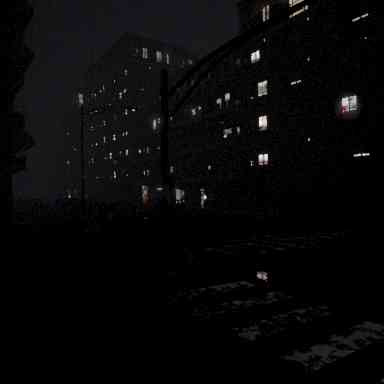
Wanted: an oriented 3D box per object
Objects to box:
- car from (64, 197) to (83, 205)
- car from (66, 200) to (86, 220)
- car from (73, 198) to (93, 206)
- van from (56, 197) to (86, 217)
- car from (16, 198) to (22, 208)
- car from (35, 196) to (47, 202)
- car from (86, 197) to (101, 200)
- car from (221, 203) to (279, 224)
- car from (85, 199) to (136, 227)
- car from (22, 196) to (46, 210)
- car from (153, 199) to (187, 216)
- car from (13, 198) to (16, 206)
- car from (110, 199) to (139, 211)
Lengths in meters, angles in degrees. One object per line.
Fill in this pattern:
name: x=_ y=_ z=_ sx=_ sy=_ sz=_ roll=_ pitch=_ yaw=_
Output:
car: x=-21.558 y=1.645 z=60.330 sx=2.008 sy=1.369 sz=4.403 roll=-1 pitch=1 yaw=-36
car: x=-8.955 y=1.652 z=28.310 sx=1.752 sy=1.417 sz=4.829 roll=-1 pitch=1 yaw=-36
car: x=-18.338 y=1.643 z=55.828 sx=1.947 sy=1.339 sz=4.313 roll=-1 pitch=1 yaw=-36
van: x=-12.277 y=1.483 z=32.947 sx=1.690 sy=1.788 sz=3.998 roll=-1 pitch=1 yaw=-36
car: x=-25.153 y=1.769 z=50.954 sx=1.947 sy=1.339 sz=4.313 roll=-1 pitch=1 yaw=-36
car: x=-37.658 y=1.728 z=82.836 sx=1.887 sy=1.381 sz=4.507 roll=-1 pitch=1 yaw=-36
car: x=-15.120 y=1.502 z=51.326 sx=1.967 sy=1.590 sz=4.097 roll=-1 pitch=1 yaw=-36
car: x=4.102 y=1.498 z=24.459 sx=1.752 sy=1.417 sz=4.829 roll=-1 pitch=1 yaw=-36
car: x=-5.836 y=1.553 z=23.947 sx=1.967 sy=1.590 sz=4.097 roll=-1 pitch=1 yaw=-36
car: x=-21.935 y=1.628 z=46.452 sx=1.967 sy=1.590 sz=4.097 roll=-1 pitch=1 yaw=-36
car: x=-2.240 y=1.441 z=33.322 sx=1.967 sy=1.590 sz=4.097 roll=-1 pitch=1 yaw=-36
car: x=-31.593 y=1.782 z=59.956 sx=1.887 sy=1.381 sz=4.507 roll=-1 pitch=1 yaw=-36
car: x=-8.678 y=1.581 z=42.325 sx=2.008 sy=1.369 sz=4.403 roll=-1 pitch=1 yaw=-36
